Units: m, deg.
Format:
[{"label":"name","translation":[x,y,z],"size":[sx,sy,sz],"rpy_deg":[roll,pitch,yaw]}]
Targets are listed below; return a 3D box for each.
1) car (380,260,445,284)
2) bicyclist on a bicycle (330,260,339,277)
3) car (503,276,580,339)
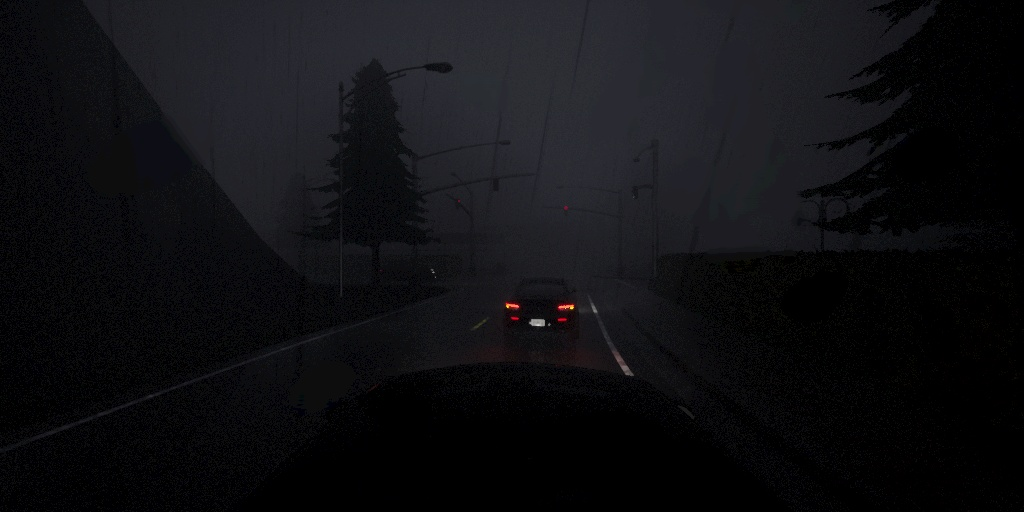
[{"label":"car","translation":[-7.368,1.102,26.665],"size":[4.553,1.767,2.097],"rpy_deg":[0,0,9]},{"label":"bicyclist on a bicycle","translation":[-17.376,1.203,35.307],"size":[0.582,1.620,1.656],"rpy_deg":[0,0,8]},{"label":"car","translation":[0.916,1.276,10.034],"size":[1.812,1.442,4.674],"rpy_deg":[0,0,9]}]
